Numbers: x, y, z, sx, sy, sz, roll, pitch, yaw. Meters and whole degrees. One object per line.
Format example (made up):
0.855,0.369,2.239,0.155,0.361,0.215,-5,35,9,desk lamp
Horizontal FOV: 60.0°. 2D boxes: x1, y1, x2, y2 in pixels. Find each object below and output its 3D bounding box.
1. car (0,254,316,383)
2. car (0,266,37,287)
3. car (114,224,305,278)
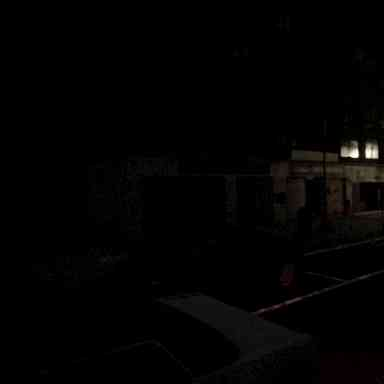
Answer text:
-1.243,1.593,2.493,4.718,1.301,1.895,-2,1,-35,car
-4.085,1.593,3.852,4.313,1.339,1.947,-2,1,-35,car
0.528,1.443,7.141,4.507,1.381,1.887,-2,1,-35,car
